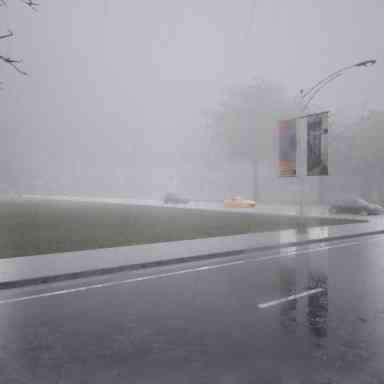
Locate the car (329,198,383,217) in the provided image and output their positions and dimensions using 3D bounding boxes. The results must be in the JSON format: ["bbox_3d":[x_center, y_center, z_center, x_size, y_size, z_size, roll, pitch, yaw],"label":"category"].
[{"bbox_3d":[15.448,1.365,31.417,2.097,1.767,4.553,0,0,-36],"label":"car"}]

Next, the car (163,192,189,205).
[{"bbox_3d":[-2.715,1.130,56.343,2.150,2.045,5.566,0,1,-36],"label":"car"}]

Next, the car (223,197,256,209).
[{"bbox_3d":[6.247,1.435,44.021,1.882,1.535,5.008,0,0,-36],"label":"car"}]
